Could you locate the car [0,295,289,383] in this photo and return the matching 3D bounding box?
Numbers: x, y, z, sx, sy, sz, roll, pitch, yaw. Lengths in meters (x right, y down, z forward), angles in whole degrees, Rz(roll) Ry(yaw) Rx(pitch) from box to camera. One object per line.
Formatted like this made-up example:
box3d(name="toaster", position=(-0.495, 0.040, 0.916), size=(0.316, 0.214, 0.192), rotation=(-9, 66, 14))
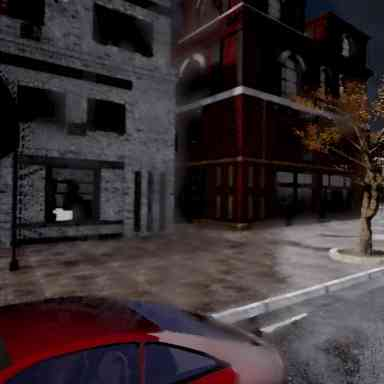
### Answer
box3d(name="car", position=(-1.196, 1.566, 2.253), size=(4.181, 1.385, 1.994), rotation=(0, 0, -36))
